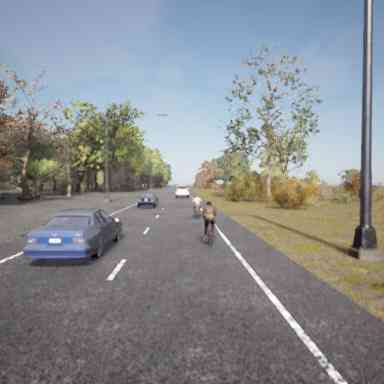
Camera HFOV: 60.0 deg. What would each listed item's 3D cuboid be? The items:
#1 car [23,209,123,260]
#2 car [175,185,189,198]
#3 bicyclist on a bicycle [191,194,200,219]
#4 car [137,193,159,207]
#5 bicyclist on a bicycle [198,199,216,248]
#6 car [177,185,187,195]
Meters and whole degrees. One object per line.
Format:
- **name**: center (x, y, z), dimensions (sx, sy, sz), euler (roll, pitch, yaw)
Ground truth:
- **car**: center (-3.702, 1.279, 11.291), dimensions (2.033, 1.411, 5.357), euler (0, 1, -2)
- **car**: center (-1.644, -0.084, 57.186), dimensions (2.150, 2.045, 5.566), euler (0, 1, -2)
- **bicyclist on a bicycle**: center (0.350, 0.935, 22.013), dimensions (0.866, 1.612, 1.509), euler (0, 1, -2)
- **car**: center (-4.415, 0.766, 33.912), dimensions (2.033, 1.411, 5.357), euler (0, 1, -2)
- **bicyclist on a bicycle**: center (0.638, 1.173, 12.240), dimensions (0.582, 1.620, 1.656), euler (0, 1, -2)
- **car**: center (-2.280, -0.464, 74.348), dimensions (2.150, 2.045, 5.566), euler (0, 1, -2)
